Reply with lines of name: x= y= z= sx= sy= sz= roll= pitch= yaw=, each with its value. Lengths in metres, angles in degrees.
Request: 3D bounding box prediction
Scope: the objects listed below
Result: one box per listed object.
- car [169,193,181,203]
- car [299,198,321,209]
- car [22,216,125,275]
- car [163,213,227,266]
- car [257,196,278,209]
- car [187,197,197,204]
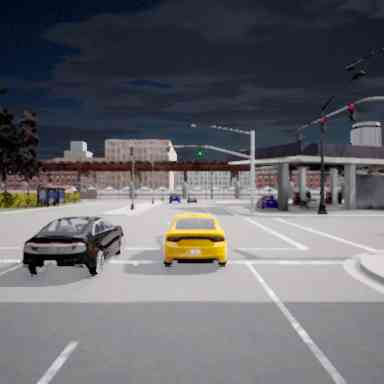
car: x=-3.482 y=1.264 z=68.154 sx=2.150 sy=2.045 sz=5.566 roll=0 pitch=0 yaw=0
car: x=15.467 y=1.484 z=43.636 sx=1.970 sy=1.475 sz=3.806 roll=0 pitch=0 yaw=0
car: x=-3.402 y=1.498 z=10.428 sx=2.128 sy=1.511 sz=4.902 roll=0 pitch=0 yaw=0
car: x=0.099 y=1.485 z=11.646 sx=1.882 sy=1.535 sz=5.008 roll=0 pitch=0 yaw=0
car: x=9.721 y=1.322 z=42.875 sx=2.242 sy=1.667 sz=4.611 roll=0 pitch=0 yaw=0
car: x=0.018 y=1.603 z=67.553 sx=1.994 sy=1.385 sz=4.181 roll=0 pitch=0 yaw=0
